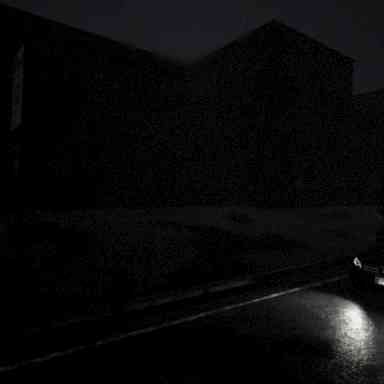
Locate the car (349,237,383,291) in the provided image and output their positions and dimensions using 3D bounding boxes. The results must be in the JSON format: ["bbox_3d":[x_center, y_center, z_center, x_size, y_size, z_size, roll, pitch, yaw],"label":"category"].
[{"bbox_3d":[5.723,1.533,8.042,4.674,1.442,1.812,0,0,-36],"label":"car"}]
